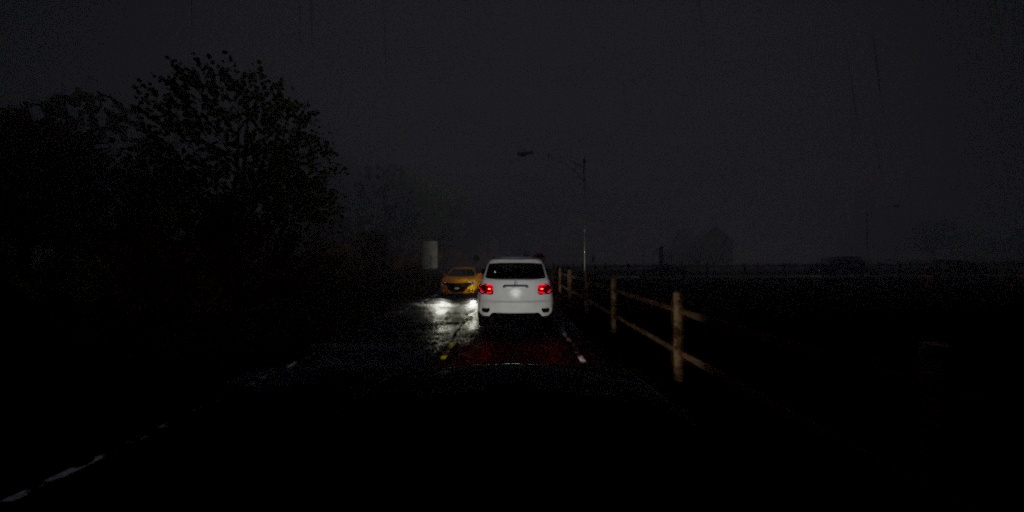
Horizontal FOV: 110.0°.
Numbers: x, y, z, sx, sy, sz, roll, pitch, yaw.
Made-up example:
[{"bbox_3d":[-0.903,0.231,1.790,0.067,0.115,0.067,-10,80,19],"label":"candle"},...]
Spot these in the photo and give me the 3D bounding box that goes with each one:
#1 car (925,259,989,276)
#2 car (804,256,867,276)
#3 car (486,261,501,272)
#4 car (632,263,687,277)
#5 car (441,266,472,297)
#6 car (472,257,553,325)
[{"bbox_3d":[44.561,1.109,35.948,4.553,1.767,2.097,0,-1,0],"label":"car"},{"bbox_3d":[34.828,1.063,38.684,5.566,2.045,2.150,0,-1,-1],"label":"car"},{"bbox_3d":[-2.786,1.562,55.316,2.128,1.511,4.902,0,0,0],"label":"car"},{"bbox_3d":[15.780,1.468,38.377,5.357,1.411,2.033,0,-1,-1],"label":"car"},{"bbox_3d":[-2.734,1.348,20.264,1.882,1.535,5.008,0,0,0],"label":"car"},{"bbox_3d":[0.107,1.045,12.201,2.150,2.045,5.566,0,0,0],"label":"car"}]
